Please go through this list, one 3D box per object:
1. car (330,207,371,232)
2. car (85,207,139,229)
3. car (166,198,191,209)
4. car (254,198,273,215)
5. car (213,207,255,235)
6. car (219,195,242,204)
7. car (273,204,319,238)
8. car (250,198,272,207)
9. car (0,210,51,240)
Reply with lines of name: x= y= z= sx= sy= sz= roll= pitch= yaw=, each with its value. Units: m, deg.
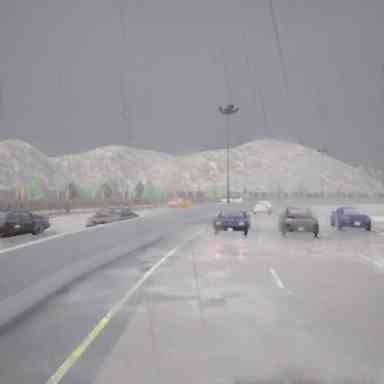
car: x=10.152 y=1.673 z=21.458 sx=1.812 sy=1.442 sz=4.674 roll=0 pitch=0 yaw=15
car: x=-4.699 y=1.639 z=20.149 sx=1.994 sy=1.385 sz=4.181 roll=0 pitch=0 yaw=12
car: x=-1.942 y=1.698 z=48.463 sx=1.882 sy=1.535 sz=5.008 roll=0 pitch=0 yaw=28
car: x=8.065 y=1.735 z=36.579 sx=1.812 sy=1.442 sz=4.674 roll=0 pitch=0 yaw=23
car: x=2.502 y=1.706 z=19.716 sx=1.895 sy=1.301 sz=4.718 roll=0 pitch=0 yaw=13
car: x=6.568 y=1.513 z=56.167 sx=2.150 sy=2.045 sz=5.566 roll=0 pitch=0 yaw=33
car: x=5.879 y=1.607 z=18.664 sx=2.128 sy=1.511 sz=4.902 roll=0 pitch=0 yaw=12
car: x=12.021 y=1.828 z=57.911 sx=1.837 sy=1.490 sz=4.892 roll=0 pitch=0 yaw=36
car: x=-9.084 y=1.584 z=16.192 sx=2.033 sy=1.411 sz=5.357 roll=0 pitch=0 yaw=10
